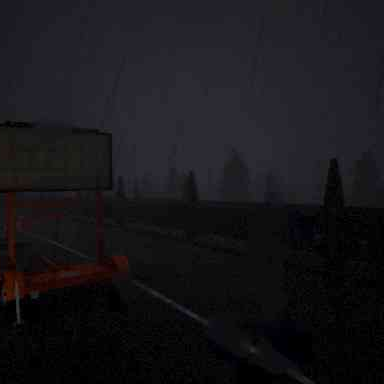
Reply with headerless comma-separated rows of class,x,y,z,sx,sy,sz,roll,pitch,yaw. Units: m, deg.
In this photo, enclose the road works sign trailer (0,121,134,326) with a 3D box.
road works sign trailer,-2.940,0.382,7.214,2.380,3.560,2.880,-1,1,-37
